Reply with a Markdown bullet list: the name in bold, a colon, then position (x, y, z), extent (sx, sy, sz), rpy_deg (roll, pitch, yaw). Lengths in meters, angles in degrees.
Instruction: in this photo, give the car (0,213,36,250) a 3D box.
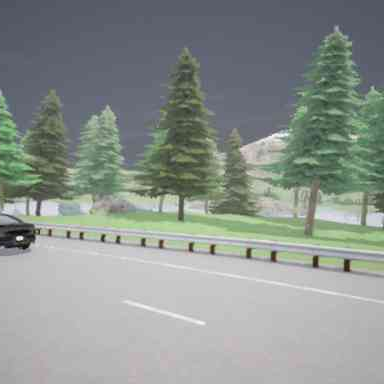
- **car**: position (-8.558, 1.575, 13.550), extent (5.008, 1.535, 1.882), rpy_deg (0, -1, 29)
